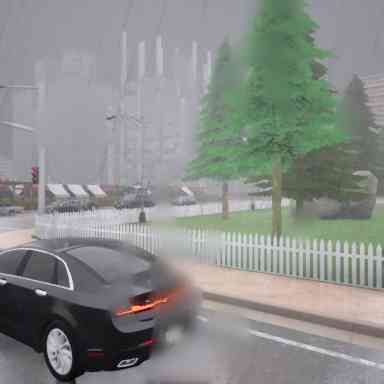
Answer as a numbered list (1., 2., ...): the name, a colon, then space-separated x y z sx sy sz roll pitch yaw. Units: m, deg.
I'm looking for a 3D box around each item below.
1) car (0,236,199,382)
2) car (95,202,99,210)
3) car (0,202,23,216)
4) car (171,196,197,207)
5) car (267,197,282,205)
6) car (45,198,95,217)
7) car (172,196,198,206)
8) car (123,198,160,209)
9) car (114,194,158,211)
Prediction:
1. car: -2.178 1.505 5.481 4.892 1.490 1.837 0 0 36
2. car: -12.883 1.478 37.583 1.882 1.535 5.008 0 0 34
3. car: -18.020 1.601 30.051 1.895 1.301 4.718 0 0 36
4. car: -1.146 1.352 48.744 2.097 1.767 4.553 0 0 34
5. car: 14.945 1.564 59.830 1.994 1.385 4.181 0 0 34
6. car: -12.325 1.491 32.136 2.128 1.511 4.902 0 0 34
7. car: -1.147 1.504 54.983 1.837 1.490 4.892 0 0 34
8. car: -6.983 1.547 46.358 2.033 1.411 5.357 0 0 34
9. car: -6.851 1.221 40.283 2.150 2.045 5.566 0 0 34
